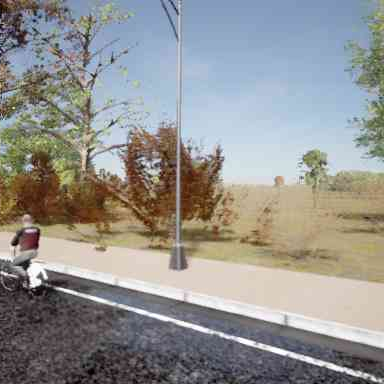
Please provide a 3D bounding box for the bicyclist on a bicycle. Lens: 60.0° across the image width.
[{"bbox_3d":[-3.683,1.360,7.207,1.843,1.776,0.659,0,0,35],"label":"bicyclist on a bicycle"}]
